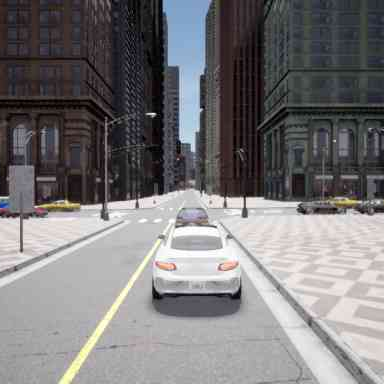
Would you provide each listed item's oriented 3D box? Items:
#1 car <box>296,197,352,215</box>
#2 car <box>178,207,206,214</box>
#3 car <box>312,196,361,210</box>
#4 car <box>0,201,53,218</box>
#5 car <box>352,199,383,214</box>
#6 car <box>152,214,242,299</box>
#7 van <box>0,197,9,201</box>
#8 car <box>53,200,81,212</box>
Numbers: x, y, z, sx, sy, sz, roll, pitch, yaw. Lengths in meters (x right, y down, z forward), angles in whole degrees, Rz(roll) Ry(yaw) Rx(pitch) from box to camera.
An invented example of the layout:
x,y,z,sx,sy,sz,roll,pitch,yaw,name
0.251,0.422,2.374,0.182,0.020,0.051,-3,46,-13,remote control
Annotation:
x,y,z,sx,sy,sz,roll,pitch,yaw,name
11.670,1.418,30.103,4.313,1.339,1.947,-1,1,0,car
0.021,1.533,17.878,2.033,1.411,5.357,0,0,1,car
16.716,1.232,38.619,4.829,1.417,1.752,-1,1,0,car
-15.298,1.727,30.145,4.206,1.307,1.802,-1,1,0,car
17.049,1.341,30.094,4.403,1.369,2.008,-1,1,0,car
0.096,1.521,8.288,1.812,1.442,4.674,0,0,0,car
-20.977,1.456,38.673,3.998,1.788,1.690,-1,1,0,van
-15.465,1.584,38.669,4.829,1.417,1.752,-1,1,0,car
